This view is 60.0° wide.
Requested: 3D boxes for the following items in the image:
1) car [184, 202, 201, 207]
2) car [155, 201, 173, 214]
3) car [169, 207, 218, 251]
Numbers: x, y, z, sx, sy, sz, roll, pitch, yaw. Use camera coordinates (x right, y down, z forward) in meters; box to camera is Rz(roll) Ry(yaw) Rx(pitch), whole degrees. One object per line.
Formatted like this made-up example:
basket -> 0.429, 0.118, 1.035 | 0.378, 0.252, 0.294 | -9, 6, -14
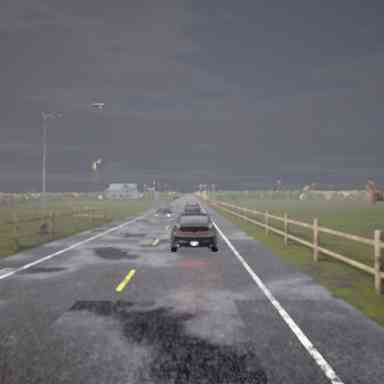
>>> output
car -> 0.079, 1.936, 40.959 | 2.128, 1.511, 4.902 | 0, 0, 0
car -> -3.521, 2.000, 42.615 | 1.837, 1.490, 4.892 | 0, -1, 0
car -> 0.090, 1.676, 14.889 | 1.837, 1.490, 4.892 | 0, 0, 0
